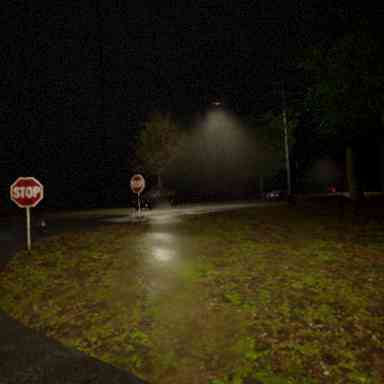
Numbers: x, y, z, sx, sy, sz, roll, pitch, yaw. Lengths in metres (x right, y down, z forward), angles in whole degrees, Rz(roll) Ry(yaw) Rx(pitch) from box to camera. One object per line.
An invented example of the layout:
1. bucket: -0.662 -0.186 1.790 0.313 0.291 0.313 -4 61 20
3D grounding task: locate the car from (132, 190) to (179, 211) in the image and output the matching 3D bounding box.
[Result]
1. car: -3.622 0.822 33.963 2.150 2.045 5.566 -4 -1 35

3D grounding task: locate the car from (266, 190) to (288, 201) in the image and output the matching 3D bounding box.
1. car: 11.416 0.427 43.426 2.033 1.411 5.357 -4 -1 35

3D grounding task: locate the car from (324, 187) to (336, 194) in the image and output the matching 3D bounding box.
1. car: 34.365 -0.513 82.869 2.097 1.767 4.553 -4 -1 32

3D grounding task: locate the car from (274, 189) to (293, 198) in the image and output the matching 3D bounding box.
1. car: 17.963 0.297 65.224 1.882 1.535 5.008 -4 -1 35
